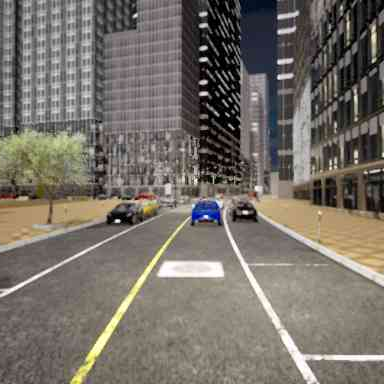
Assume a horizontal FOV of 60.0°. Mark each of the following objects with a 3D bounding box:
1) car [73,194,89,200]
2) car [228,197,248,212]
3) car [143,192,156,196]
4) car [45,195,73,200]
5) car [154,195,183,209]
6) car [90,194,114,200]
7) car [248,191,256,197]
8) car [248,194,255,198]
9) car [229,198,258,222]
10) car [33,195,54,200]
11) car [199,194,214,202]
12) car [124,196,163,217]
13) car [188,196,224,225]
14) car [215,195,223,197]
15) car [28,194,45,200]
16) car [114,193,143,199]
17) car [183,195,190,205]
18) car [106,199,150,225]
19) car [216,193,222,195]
[{"bbox_3d":[-26.530,1.285,79.588,4.829,1.417,1.752,0,-1,18],"label":"car"},{"bbox_3d":[4.883,1.280,35.548,1.887,1.381,4.507,1,1,7],"label":"car"},{"bbox_3d":[-10.377,1.001,74.443,5.009,1.841,2.192,0,-1,18],"label":"car"},{"bbox_3d":[-28.747,1.218,72.024,4.403,1.369,2.008,0,-1,18],"label":"car"},{"bbox_3d":[-2.761,1.276,39.043,2.008,1.369,4.403,1,0,7],"label":"car"},{"bbox_3d":[-18.091,1.169,68.628,4.403,1.369,2.008,0,-1,18],"label":"car"},{"bbox_3d":[15.945,0.753,87.975,2.192,1.841,5.009,1,0,17],"label":"car"},{"bbox_3d":[4.266,1.216,29.938,1.967,1.590,4.097,1,1,6],"label":"car"},{"bbox_3d":[3.744,1.382,24.276,1.947,1.339,4.313,1,1,5],"label":"car"},{"bbox_3d":[-37.029,1.358,82.933,4.403,1.369,2.008,0,-1,18],"label":"car"},{"bbox_3d":[2.440,0.985,55.792,1.994,1.385,4.181,0,0,11],"label":"car"},{"bbox_3d":[-3.979,1.325,27.985,1.752,1.417,4.829,1,0,5],"label":"car"},{"bbox_3d":[1.014,1.309,22.379,1.882,1.535,5.008,0,0,4],"label":"car"},{"bbox_3d":[2.872,1.309,40.151,1.895,1.301,4.718,0,0,8],"label":"car"},{"bbox_3d":[-34.075,1.131,73.723,4.097,1.590,1.967,0,-1,18],"label":"car"},{"bbox_3d":[-12.763,1.160,66.930,4.313,1.339,1.947,0,-1,18],"label":"car"},{"bbox_3d":[-1.197,1.210,49.746,2.008,1.369,4.403,1,0,9],"label":"car"},{"bbox_3d":[-4.425,1.401,22.675,1.947,1.339,4.313,1,0,4],"label":"car"},{"bbox_3d":[6.861,1.005,86.103,1.752,1.417,4.829,1,0,16],"label":"car"}]
